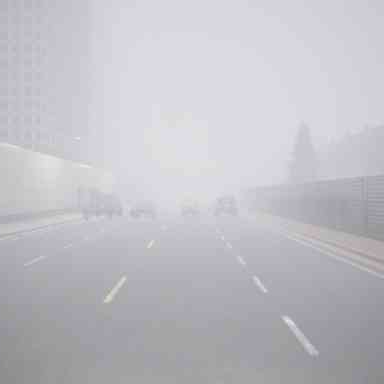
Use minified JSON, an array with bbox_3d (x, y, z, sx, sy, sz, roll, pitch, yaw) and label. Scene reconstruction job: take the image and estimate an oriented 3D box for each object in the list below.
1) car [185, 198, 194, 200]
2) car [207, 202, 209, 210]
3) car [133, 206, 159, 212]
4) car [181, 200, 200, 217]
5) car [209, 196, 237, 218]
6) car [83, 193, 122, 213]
[{"bbox_3d":[-0.323,1.667,45.798,2.097,1.767,4.553,0,0,0],"label":"car"},{"bbox_3d":[3.157,1.842,46.737,1.812,1.442,4.674,0,0,0],"label":"car"},{"bbox_3d":[-3.713,1.350,27.418,2.033,1.411,5.357,0,0,0],"label":"car"},{"bbox_3d":[-0.170,1.839,34.563,1.895,1.301,4.718,0,0,0],"label":"car"},{"bbox_3d":[3.237,1.448,33.644,2.150,2.045,5.566,0,0,0],"label":"car"},{"bbox_3d":[-7.214,1.041,27.362,2.150,2.045,5.566,0,0,0],"label":"car"}]
